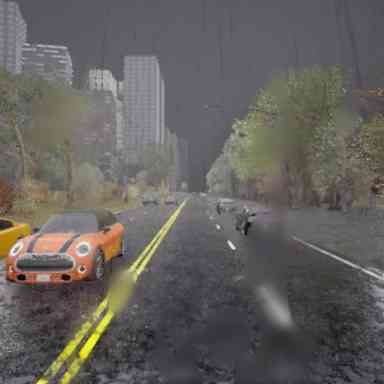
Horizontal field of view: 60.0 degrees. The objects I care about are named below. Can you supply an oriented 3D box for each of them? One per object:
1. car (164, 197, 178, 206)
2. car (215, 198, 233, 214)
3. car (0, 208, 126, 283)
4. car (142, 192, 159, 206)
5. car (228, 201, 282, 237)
[{"bbox_3d":[-3.250,1.428,52.725,1.994,1.385,4.181,0,0,0],"label":"car"},{"bbox_3d":[3.402,1.380,34.053,2.128,1.511,4.902,0,1,0],"label":"car"},{"bbox_3d":[-3.341,1.333,9.714,2.097,1.767,4.553,0,0,0],"label":"car"},{"bbox_3d":[-6.499,1.087,52.750,2.150,2.045,5.566,0,0,1],"label":"car"},{"bbox_3d":[3.383,1.432,17.634,2.128,1.511,4.902,0,-1,0],"label":"car"}]
